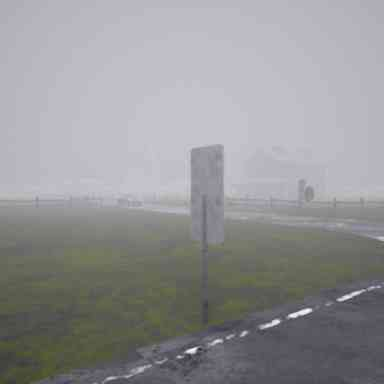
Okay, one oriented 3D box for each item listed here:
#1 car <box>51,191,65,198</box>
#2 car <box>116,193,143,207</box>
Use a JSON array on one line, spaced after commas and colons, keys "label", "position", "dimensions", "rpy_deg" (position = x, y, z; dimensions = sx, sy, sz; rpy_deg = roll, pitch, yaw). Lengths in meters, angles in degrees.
[{"label": "car", "position": [-32.791, 0.722, 82.927], "dimensions": [2.128, 1.511, 4.902], "rpy_deg": [0, 1, -35]}, {"label": "car", "position": [-8.127, 0.933, 43.105], "dimensions": [2.097, 1.767, 4.553], "rpy_deg": [0, 1, -35]}]
